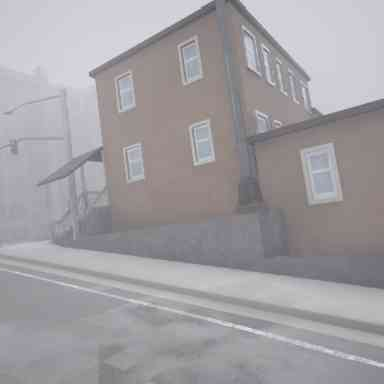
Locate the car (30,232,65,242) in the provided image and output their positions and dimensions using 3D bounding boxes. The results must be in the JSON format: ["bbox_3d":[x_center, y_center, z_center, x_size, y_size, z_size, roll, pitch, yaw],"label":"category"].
[{"bbox_3d":[-11.721,4.286,29.091,1.837,1.490,4.892,-12,-11,35],"label":"car"}]
